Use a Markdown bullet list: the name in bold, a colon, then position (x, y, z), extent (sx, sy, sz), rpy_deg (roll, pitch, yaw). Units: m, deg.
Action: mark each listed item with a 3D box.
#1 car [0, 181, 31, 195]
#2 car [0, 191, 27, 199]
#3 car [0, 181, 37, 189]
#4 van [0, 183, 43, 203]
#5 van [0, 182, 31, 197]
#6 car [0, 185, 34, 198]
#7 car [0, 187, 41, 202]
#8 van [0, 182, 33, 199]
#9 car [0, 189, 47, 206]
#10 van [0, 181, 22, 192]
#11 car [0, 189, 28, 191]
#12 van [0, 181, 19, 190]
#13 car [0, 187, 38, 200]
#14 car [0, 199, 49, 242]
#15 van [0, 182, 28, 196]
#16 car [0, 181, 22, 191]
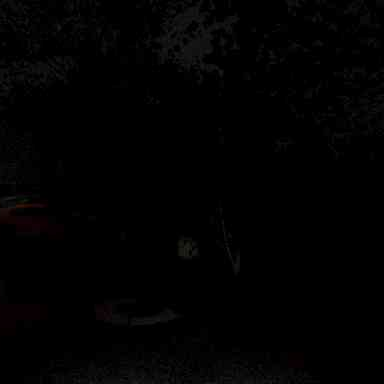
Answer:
- **car**: position (-27.863, -0.599, 50.979), extent (5.566, 2.045, 2.435), rpy_deg (1, 1, -30)
- **car**: position (-8.314, 1.046, 17.679), extent (4.553, 1.767, 2.185), rpy_deg (1, 2, -30)
- **car**: position (-15.236, 0.335, 29.511), extent (5.566, 2.045, 2.435), rpy_deg (1, 2, -30)
- **van**: position (-18.018, 0.122, 34.441), extent (4.442, 1.987, 1.878), rpy_deg (1, 2, -30)
- **van**: position (-24.943, -0.383, 46.274), extent (4.442, 1.987, 1.878), rpy_deg (1, 1, -30)
- **car**: position (-23.647, -0.065, 43.833), extent (5.008, 1.535, 2.097), rpy_deg (1, 1, -30)
- **car**: position (-19.501, 0.264, 36.793), extent (4.792, 1.488, 2.163), rpy_deg (1, 2, -30)
- **van**: position (-22.332, -0.195, 41.368), extent (4.442, 1.987, 1.878), rpy_deg (1, 2, -31)
- **car**: position (-16.692, 0.496, 31.878), extent (4.792, 1.488, 2.163), rpy_deg (1, 2, -30)
- **van**: position (-34.794, -1.046, 63.109), extent (4.442, 1.987, 1.878), rpy_deg (1, 1, -30)
- **car**: position (-12.635, 0.816, 24.633), extent (5.366, 1.575, 1.946), rpy_deg (1, 2, -30)
- **van**: position (-40.387, -1.423, 72.668), extent (4.442, 1.987, 1.878), rpy_deg (1, 1, -30)
- **car**: position (-20.833, 0.162, 39.069), extent (4.792, 1.488, 2.163), rpy_deg (1, 2, -30)
- **car**: position (-6.952, 1.289, 15.275), extent (5.008, 1.535, 2.097), rpy_deg (1, 2, -30)
- **van**: position (-26.542, -0.481, 48.546), extent (4.442, 1.987, 1.878), rpy_deg (1, 1, -30)
- **car**: position (-39.113, -1.356, 70.204), extent (5.566, 2.045, 2.435), rpy_deg (1, 1, -30)
